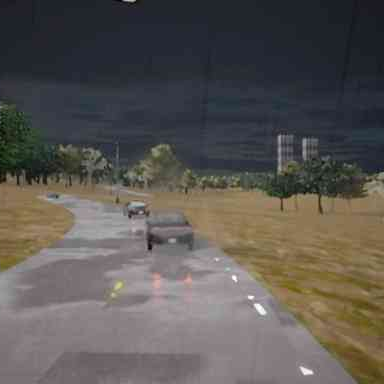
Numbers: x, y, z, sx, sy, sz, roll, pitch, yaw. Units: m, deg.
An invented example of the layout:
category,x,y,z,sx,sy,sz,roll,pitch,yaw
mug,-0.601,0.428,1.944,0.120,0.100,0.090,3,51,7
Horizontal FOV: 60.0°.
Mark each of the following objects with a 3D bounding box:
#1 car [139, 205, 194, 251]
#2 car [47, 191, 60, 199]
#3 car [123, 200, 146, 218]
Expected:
category,x,y,z,sx,sy,sz,roll,pitch,yaw
car,-1.108,1.551,14.505,2.128,1.511,4.902,0,0,-9
car,-27.105,0.606,64.822,2.033,1.411,5.357,0,1,-30
car,-4.939,1.460,29.352,1.812,1.442,4.674,0,1,-20
